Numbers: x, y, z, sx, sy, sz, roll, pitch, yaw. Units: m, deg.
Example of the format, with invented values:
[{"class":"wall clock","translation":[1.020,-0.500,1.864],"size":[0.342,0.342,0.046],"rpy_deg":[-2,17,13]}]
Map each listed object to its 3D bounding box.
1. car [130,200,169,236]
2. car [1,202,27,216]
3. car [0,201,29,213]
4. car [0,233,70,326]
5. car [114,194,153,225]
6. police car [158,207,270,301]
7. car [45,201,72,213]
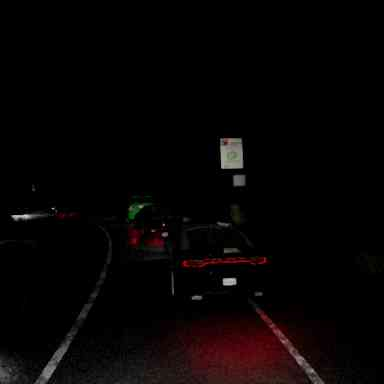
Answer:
[{"class":"car","translation":[-2.052,1.448,18.591],"size":[1.882,1.535,5.008],"rpy_deg":[-2,0,-18]},{"class":"car","translation":[-23.472,2.252,43.730],"size":[4.902,1.511,2.128],"rpy_deg":[-3,2,42]},{"class":"car","translation":[-27.560,2.351,51.562],"size":[4.892,1.490,1.837],"rpy_deg":[-3,2,34]},{"class":"car","translation":[-4.042,1.627,7.092],"size":[1.895,1.301,4.718],"rpy_deg":[-1,0,-8]},{"class":"car","translation":[-4.263,1.212,24.490],"size":[2.150,2.045,5.566],"rpy_deg":[-2,0,-23]},{"class":"police car","translation":[0.295,1.403,8.525],"size":[1.930,1.638,5.238],"rpy_deg":[-1,0,-8]},{"class":"car","translation":[-17.050,1.861,42.281],"size":[4.902,1.511,2.128],"rpy_deg":[-2,2,45]}]
